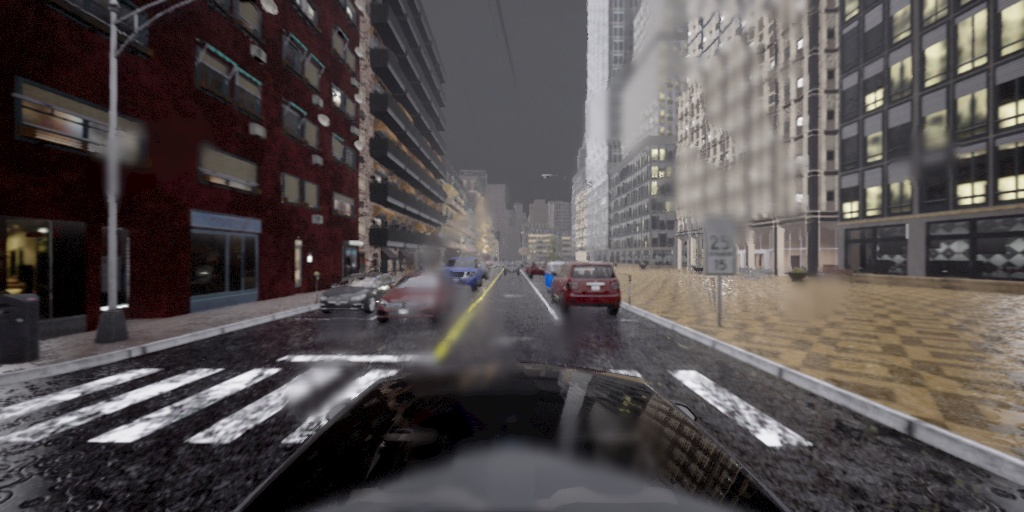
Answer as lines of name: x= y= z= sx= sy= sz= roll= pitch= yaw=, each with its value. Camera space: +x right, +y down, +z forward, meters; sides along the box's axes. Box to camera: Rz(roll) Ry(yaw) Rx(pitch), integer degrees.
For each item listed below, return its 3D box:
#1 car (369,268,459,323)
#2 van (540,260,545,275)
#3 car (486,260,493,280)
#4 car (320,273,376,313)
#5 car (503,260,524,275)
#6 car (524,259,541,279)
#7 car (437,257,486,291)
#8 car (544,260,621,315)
car: x=-3.106 y=1.312 z=12.392 sx=1.812 sy=1.442 sz=4.674 roll=0 pitch=0 yaw=-2
van: x=2.683 y=1.186 z=19.425 sx=1.690 sy=1.789 sz=3.998 roll=0 pitch=0 yaw=0
car: x=-3.096 y=1.416 z=33.632 sx=1.837 sy=1.490 sz=4.892 roll=0 pitch=0 yaw=0
car: x=-5.694 y=1.336 z=13.896 sx=2.007 sy=1.370 sz=4.403 roll=0 pitch=0 yaw=0
car: x=-0.015 y=1.472 z=42.678 sx=2.128 sy=1.511 sz=4.902 roll=0 pitch=0 yaw=0
car: x=2.676 y=1.261 z=36.004 sx=2.192 sy=1.841 sz=5.009 roll=0 pitch=0 yaw=0
car: x=-3.101 y=1.069 z=23.068 sx=2.150 sy=2.045 sz=5.566 roll=0 pitch=0 yaw=0
car: x=2.686 y=1.129 z=13.899 sx=2.192 sy=1.841 sz=5.009 roll=0 pitch=0 yaw=0
